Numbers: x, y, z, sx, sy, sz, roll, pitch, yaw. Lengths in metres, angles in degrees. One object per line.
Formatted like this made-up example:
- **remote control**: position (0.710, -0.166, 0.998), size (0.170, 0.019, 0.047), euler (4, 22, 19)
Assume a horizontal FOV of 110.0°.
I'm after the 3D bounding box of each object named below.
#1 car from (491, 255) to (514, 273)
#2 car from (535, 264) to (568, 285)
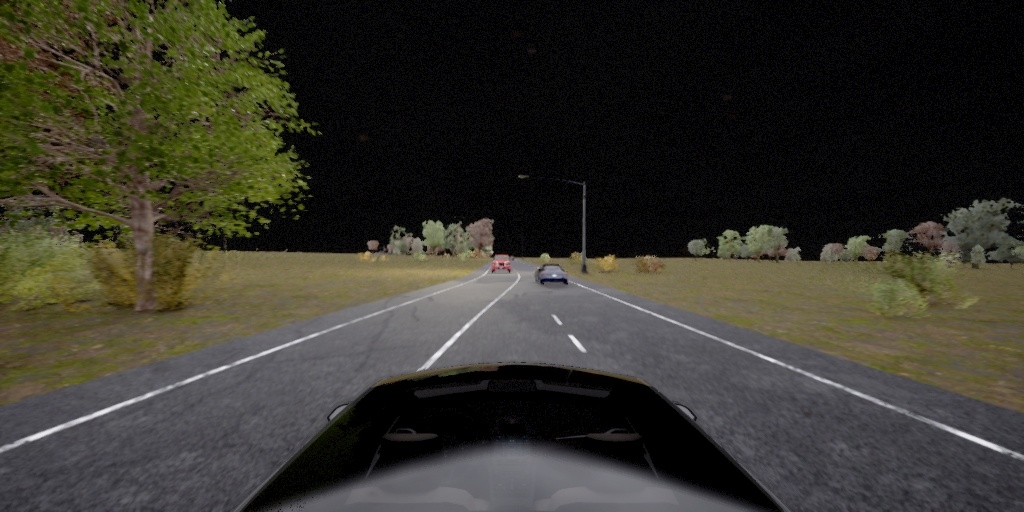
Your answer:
- **car**: position (-1.180, 0.852, 40.491), size (2.150, 2.045, 5.566), euler (0, 0, -1)
- **car**: position (2.751, 1.258, 25.702), size (1.994, 1.385, 4.181), euler (0, 0, -2)
